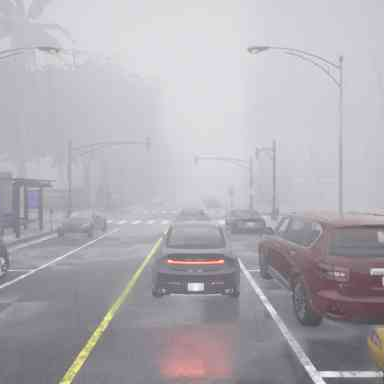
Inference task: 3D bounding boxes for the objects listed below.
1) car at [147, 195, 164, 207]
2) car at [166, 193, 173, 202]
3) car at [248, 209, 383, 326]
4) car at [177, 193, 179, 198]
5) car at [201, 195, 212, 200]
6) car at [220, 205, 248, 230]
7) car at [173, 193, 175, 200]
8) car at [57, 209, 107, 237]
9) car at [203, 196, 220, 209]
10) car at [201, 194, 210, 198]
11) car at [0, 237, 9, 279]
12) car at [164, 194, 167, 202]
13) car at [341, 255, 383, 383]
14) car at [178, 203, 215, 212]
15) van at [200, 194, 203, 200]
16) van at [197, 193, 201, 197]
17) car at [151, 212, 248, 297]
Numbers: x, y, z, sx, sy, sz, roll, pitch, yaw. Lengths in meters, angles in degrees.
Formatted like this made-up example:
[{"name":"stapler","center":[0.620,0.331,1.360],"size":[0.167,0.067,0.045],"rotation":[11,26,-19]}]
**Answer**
[{"name":"car","center":[-5.707,1.525,49.715],"size":[2.008,1.369,4.403],"rotation":[0,0,0]},{"name":"car","center":[-5.682,1.391,71.396],"size":[1.967,1.590,4.097],"rotation":[0,0,0]},{"name":"car","center":[2.767,1.314,6.977],"size":[2.192,1.841,5.009],"rotation":[0,0,0]},{"name":"car","center":[-5.656,1.232,93.077],"size":[2.192,1.841,5.009],"rotation":[0,0,0]},{"name":"car","center":[2.818,1.540,49.685],"size":[1.947,1.339,4.313],"rotation":[0,0,0]},{"name":"car","center":[2.781,1.561,17.828],"size":[1.947,1.339,4.313],"rotation":[0,0,0]},{"name":"car","center":[-5.676,1.258,76.816],"size":[2.192,1.841,5.009],"rotation":[0,0,0]},{"name":"car","center":[-5.744,1.577,17.856],"size":[1.802,1.307,4.206],"rotation":[0,0,0]},{"name":"car","center":[2.812,1.544,44.265],"size":[1.947,1.339,4.313],"rotation":[0,0,0]},{"name":"car","center":[2.825,1.494,55.275],"size":[1.752,1.417,4.829],"rotation":[0,0,0]},{"name":"car","center":[-5.758,1.439,7.003],"size":[1.967,1.590,4.097],"rotation":[0,0,0]},{"name":"car","center":[-5.701,1.409,55.135],"size":[1.967,1.590,4.097],"rotation":[0,0,0]},{"name":"car","center":[2.762,1.525,1.722],"size":[1.752,1.417,4.829],"rotation":[0,0,0]},{"name":"car","center":[0.024,1.559,18.588],"size":[1.994,1.385,4.181],"rotation":[0,0,0]},{"name":"van","center":[2.830,1.305,60.526],"size":[1.690,1.788,3.998],"rotation":[0,0,0]},{"name":"van","center":[2.856,1.276,82.207],"size":[1.690,1.788,3.998],"rotation":[0,0,0]},{"name":"car","center":[0.086,1.503,8.559],"size":[1.837,1.490,4.892],"rotation":[0,0,0]}]
